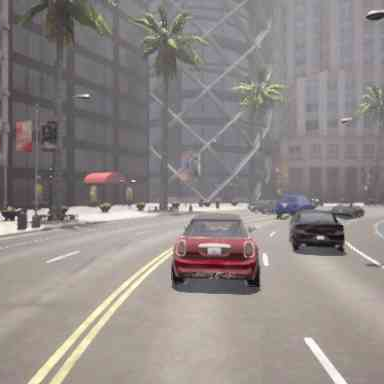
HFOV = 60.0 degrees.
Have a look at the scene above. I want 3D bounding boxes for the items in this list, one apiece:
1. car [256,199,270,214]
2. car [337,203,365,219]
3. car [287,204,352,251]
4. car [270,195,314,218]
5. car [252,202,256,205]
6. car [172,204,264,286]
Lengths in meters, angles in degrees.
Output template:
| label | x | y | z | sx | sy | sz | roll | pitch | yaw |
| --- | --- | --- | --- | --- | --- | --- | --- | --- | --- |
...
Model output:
| label | x | y | z | sx | sy | sz | roll | pitch | yaw |
| --- | --- | --- | --- | --- | --- | --- | --- | --- | --- |
| car | 9.272 | 1.618 | 35.642 | 4.892 | 1.490 | 1.837 | 0 | -1 | -45 |
| car | 14.454 | 1.662 | 30.751 | 1.994 | 1.385 | 4.181 | 0 | 0 | 43 |
| car | 5.303 | 1.524 | 14.506 | 1.882 | 1.535 | 5.008 | 0 | 0 | 14 |
| car | 9.574 | 1.319 | 30.581 | 2.150 | 2.045 | 5.566 | 0 | 0 | 38 |
| car | 8.682 | 1.619 | 39.881 | 4.902 | 1.511 | 2.128 | 0 | 0 | -42 |
| car | 0.787 | 1.383 | 9.733 | 2.097 | 1.767 | 4.553 | 0 | 0 | 7 |
